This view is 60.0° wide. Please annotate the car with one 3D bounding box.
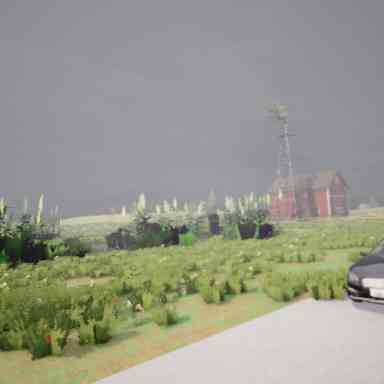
[{"bbox_3d":[5.706,1.864,8.548,4.902,1.511,2.128,1,-6,-42],"label":"car"}]
